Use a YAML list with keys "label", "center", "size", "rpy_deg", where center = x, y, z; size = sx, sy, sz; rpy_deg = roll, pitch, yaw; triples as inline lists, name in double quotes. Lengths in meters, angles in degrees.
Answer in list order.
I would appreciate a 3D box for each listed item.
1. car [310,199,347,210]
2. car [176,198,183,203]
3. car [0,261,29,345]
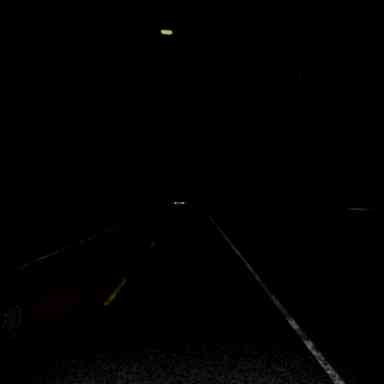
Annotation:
- label: "car"
  center: [18.457, 1.646, 44.948]
  size: [4.674, 1.442, 1.812]
  rpy_deg: [-1, 0, 1]
- label: "car"
  center: [-3.448, 2.303, 92.975]
  size: [1.994, 1.385, 4.181]
  rpy_deg: [0, 0, 0]
- label: "car"
  center: [-3.597, 1.547, 3.733]
  size: [1.812, 1.442, 4.674]
  rpy_deg: [0, 0, 0]
